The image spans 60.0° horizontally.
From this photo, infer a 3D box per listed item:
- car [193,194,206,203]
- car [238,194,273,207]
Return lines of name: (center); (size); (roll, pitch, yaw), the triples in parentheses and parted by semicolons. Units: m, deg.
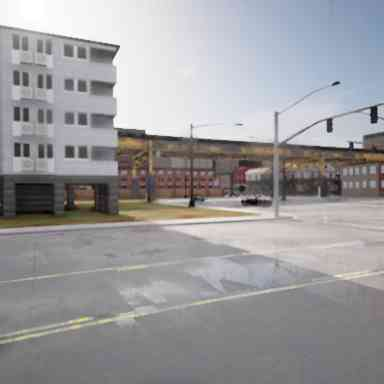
car: (1.258, 1.128, 60.812); (1.837, 1.490, 4.892); (-1, 0, -8)
car: (8.409, 1.269, 43.230); (1.895, 1.301, 4.718); (-1, 0, -26)
